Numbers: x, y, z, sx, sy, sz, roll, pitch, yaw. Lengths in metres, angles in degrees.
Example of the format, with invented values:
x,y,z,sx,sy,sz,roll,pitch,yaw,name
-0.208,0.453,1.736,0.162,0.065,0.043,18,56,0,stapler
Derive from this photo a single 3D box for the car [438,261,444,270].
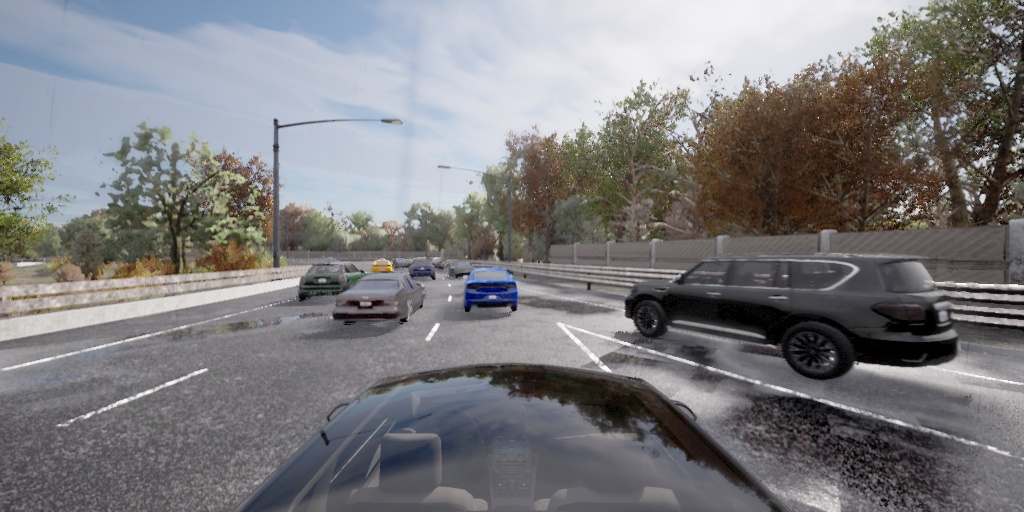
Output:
x,y,z,sx,sy,sz,roll,pitch,yaw,name
-10.710,1.272,48.828,1.895,1.301,4.718,0,0,-24,car

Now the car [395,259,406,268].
x,y,z,sx,sy,sz,roll,pitch,yaw,name
-16.579,1.212,52.896,2.033,1.411,5.357,0,0,-28,car

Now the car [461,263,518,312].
x,y,z,sx,sy,sz,roll,pitch,yaw,name
-0.925,1.206,14.331,1.882,1.535,5.008,0,0,-6,car

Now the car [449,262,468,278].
x,y,z,sx,sy,sz,roll,pitch,yaw,name
-4.559,1.262,32.740,1.994,1.385,4.181,0,0,-18,car

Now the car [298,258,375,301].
x,y,z,sx,sy,sz,roll,pitch,yaw,name
-8.376,1.076,17.320,2.097,1.767,4.553,0,0,-9,car

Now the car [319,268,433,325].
x,y,z,sx,sy,sz,roll,pitch,yaw,name
-4.067,1.281,11.811,2.033,1.411,5.357,0,0,-6,car

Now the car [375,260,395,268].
x,y,z,sx,sy,sz,roll,pitch,yaw,name
-13.558,1.168,37.376,1.882,1.535,5.008,0,0,-20,car

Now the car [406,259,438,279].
x,y,z,sx,sy,sz,roll,pitch,yaw,name
-7.821,1.053,31.013,2.097,1.767,4.553,0,0,-15,car

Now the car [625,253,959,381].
x,y,z,sx,sy,sz,roll,pitch,yaw,name
5.002,0.962,7.570,2.150,2.045,5.566,0,0,-28,car
